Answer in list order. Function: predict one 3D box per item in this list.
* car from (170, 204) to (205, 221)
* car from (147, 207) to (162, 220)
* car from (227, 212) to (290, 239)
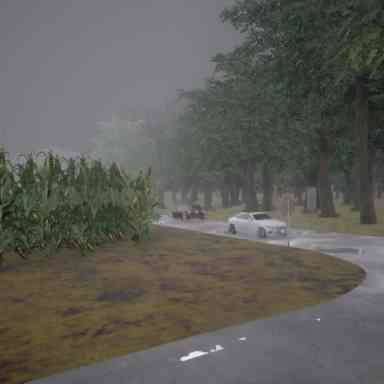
[{"bbox_3d":[-0.579,2.056,34.995,2.097,1.767,4.553,-1,-1,-29],"label":"car"},{"bbox_3d":[-5.169,2.338,37.173,2.033,1.411,5.357,-1,0,-29],"label":"car"},{"bbox_3d":[3.983,1.985,20.807,1.812,1.442,4.674,-1,-1,-29],"label":"car"}]
